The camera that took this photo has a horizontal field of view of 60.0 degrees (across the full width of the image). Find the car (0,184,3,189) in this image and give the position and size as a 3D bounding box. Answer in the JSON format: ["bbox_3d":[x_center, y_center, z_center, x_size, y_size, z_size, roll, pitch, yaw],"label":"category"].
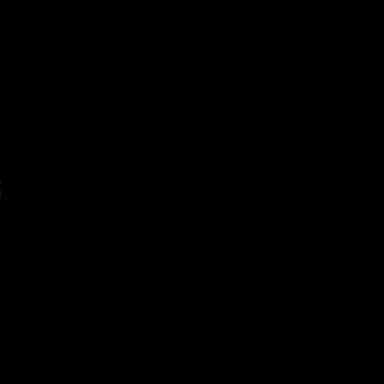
[{"bbox_3d":[-27.101,-1.151,43.953,4.892,1.490,1.837,5,2,27],"label":"car"}]
